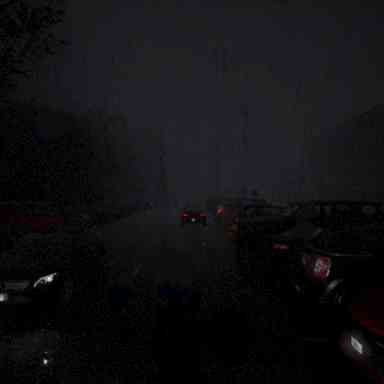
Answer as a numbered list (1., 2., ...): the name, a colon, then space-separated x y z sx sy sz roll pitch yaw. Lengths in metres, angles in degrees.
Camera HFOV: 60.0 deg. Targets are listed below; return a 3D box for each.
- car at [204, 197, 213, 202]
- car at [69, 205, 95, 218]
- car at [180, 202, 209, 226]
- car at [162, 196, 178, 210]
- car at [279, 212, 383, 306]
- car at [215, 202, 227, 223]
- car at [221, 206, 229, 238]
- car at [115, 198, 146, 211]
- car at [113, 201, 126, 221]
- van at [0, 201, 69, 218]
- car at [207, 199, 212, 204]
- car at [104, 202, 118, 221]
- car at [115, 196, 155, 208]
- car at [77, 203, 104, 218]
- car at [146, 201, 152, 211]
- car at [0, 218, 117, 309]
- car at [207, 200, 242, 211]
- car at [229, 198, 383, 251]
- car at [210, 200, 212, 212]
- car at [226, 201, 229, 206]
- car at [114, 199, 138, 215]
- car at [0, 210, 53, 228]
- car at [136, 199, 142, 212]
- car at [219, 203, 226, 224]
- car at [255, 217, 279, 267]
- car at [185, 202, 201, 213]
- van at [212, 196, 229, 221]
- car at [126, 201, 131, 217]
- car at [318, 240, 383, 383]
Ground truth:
1. car: 4.412 1.829 43.445 5.008 1.535 2.097 0 0 0
2. car: -8.162 1.625 17.822 5.008 1.535 2.097 0 0 0
3. car: 0.096 1.729 25.013 1.812 1.442 4.674 0 0 0
4. car: -3.331 1.625 51.295 2.150 2.045 5.566 0 -1 0
5. car: 4.382 1.410 6.713 4.553 1.767 2.185 0 0 0
6. car: 4.412 1.735 26.491 4.674 1.452 2.002 0 0 0
7. car: 4.226 1.601 15.189 5.366 1.575 1.946 0 0 0
8. car: -8.157 1.786 37.711 4.892 1.521 2.231 0 0 0
9. car: -8.163 1.693 26.292 5.008 1.535 2.097 0 0 0
10. van: -8.272 1.377 15.126 4.442 1.987 1.878 0 -1 0
11. car: 4.410 1.826 37.794 4.674 1.452 2.002 0 0 0
12. car: -8.153 1.670 23.468 5.008 1.535 2.097 0 0 0
13. car: -8.139 1.595 46.059 5.566 2.045 2.435 0 0 0
14. car: -8.188 1.522 20.646 4.553 1.767 2.185 0 0 0
15. car: -8.173 1.829 43.358 4.892 1.521 2.231 0 0 0
16. car: -3.352 1.593 8.139 1.812 1.442 4.674 0 0 0
17. car: 4.408 1.889 46.272 4.674 1.452 2.002 0 0 0
18. car: 4.384 1.330 12.365 5.566 2.045 2.435 0 0 0
19. car: 4.438 1.770 32.142 4.792 1.488 2.163 0 0 0
20. car: 4.380 1.501 18.015 4.553 1.767 2.185 0 0 0
21. car: -8.155 1.739 32.064 5.008 1.535 2.097 0 0 0
22. car: -8.163 1.581 12.299 4.892 1.521 2.231 0 0 0
23. car: -8.155 1.762 34.887 5.008 1.535 2.097 0 0 0
24. car: 4.596 1.647 20.840 5.366 1.575 1.946 0 0 0
25. car: 4.410 1.599 9.537 4.674 1.452 2.002 0 0 0
26. car: 0.092 1.941 42.236 1.895 1.301 4.718 0 0 0
27. van: 4.292 1.492 29.319 4.442 1.987 1.878 0 0 0
28. car: -8.188 1.746 29.239 4.792 1.488 2.163 0 0 0
29. car: 4.419 1.513 3.886 5.008 1.535 2.097 0 0 0
